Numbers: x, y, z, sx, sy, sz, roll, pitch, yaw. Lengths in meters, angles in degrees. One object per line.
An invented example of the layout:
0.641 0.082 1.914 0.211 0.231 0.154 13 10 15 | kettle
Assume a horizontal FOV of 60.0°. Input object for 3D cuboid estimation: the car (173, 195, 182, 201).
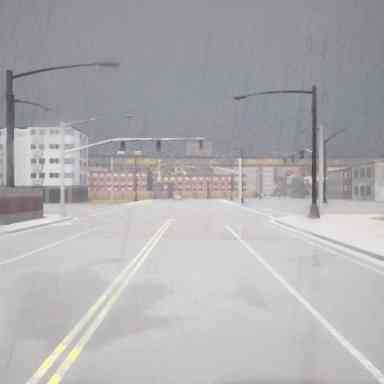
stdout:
-3.493 1.428 81.183 1.812 1.442 4.674 0 0 0 | car
